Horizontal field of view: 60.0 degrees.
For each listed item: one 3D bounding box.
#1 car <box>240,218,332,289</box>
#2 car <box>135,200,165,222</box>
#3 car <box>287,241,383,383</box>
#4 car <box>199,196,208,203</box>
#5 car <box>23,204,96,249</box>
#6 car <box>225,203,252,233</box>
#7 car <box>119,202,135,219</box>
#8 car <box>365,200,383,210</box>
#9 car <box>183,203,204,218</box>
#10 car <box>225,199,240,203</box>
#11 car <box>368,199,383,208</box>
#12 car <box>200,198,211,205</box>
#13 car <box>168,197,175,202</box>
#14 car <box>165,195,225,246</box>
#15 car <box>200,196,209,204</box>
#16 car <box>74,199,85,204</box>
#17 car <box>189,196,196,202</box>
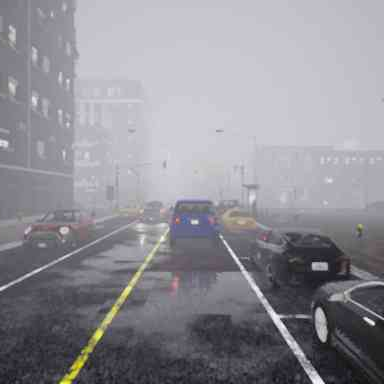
[{"bbox_3d":[2.696,1.607,9.086,1.947,1.339,4.313,0,0,0],"label":"car"},{"bbox_3d":[-3.060,1.475,27.465,2.097,1.767,4.553,0,0,0],"label":"car"},{"bbox_3d":[2.692,1.567,3.547,2.008,1.369,4.403,0,0,0],"label":"car"},{"bbox_3d":[2.749,1.849,80.590,1.967,1.590,4.097,0,0,0],"label":"car"},{"bbox_3d":[-5.680,1.506,14.634,1.967,1.590,4.097,0,0,0],"label":"car"},{"bbox_3d":[2.705,1.617,20.336,1.752,1.417,4.829,0,0,0],"label":"car"},{"bbox_3d":[-5.669,1.665,31.082,1.752,1.417,4.829,0,0,0],"label":"car"},{"bbox_3d":[26.185,1.875,45.717,4.507,1.381,1.887,0,-1,0],"label":"car"},{"bbox_3d":[0.124,1.746,32.456,1.895,1.301,4.718,0,0,0],"label":"car"},{"bbox_3d":[2.709,1.431,25.707,2.192,1.841,5.009,0,0,0],"label":"car"},{"bbox_3d":[31.485,1.917,54.183,4.829,1.417,1.752,0,-1,0],"label":"car"},{"bbox_3d":[2.741,1.890,69.196,2.008,1.369,4.403,0,0,0],"label":"car"},{"bbox_3d":[-5.623,2.064,91.991,1.802,1.307,4.206,0,0,0],"label":"car"},{"bbox_3d":[0.113,1.294,15.845,2.150,2.045,5.566,0,0,0],"label":"car"},{"bbox_3d":[2.745,1.814,74.894,1.967,1.590,4.097,0,0,0],"label":"car"},{"bbox_3d":[-17.240,1.468,45.495,5.009,1.841,2.192,0,0,0],"label":"car"},{"bbox_3d":[0.069,1.964,91.795,1.812,1.442,4.674,0,0,0],"label":"car"}]
